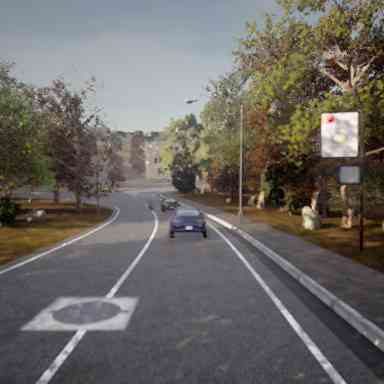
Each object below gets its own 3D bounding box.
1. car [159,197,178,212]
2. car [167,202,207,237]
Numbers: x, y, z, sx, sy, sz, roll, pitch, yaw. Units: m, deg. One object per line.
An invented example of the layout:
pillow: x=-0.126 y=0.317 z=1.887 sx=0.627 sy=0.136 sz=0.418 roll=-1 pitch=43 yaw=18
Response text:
car: x=-2.409 y=1.286 z=35.235 sx=1.812 sy=1.442 sz=4.674 roll=-1 pitch=2 yaw=-10
car: x=-0.278 y=1.488 z=17.764 sx=1.812 sy=1.442 sz=4.674 roll=0 pitch=0 yaw=-3
